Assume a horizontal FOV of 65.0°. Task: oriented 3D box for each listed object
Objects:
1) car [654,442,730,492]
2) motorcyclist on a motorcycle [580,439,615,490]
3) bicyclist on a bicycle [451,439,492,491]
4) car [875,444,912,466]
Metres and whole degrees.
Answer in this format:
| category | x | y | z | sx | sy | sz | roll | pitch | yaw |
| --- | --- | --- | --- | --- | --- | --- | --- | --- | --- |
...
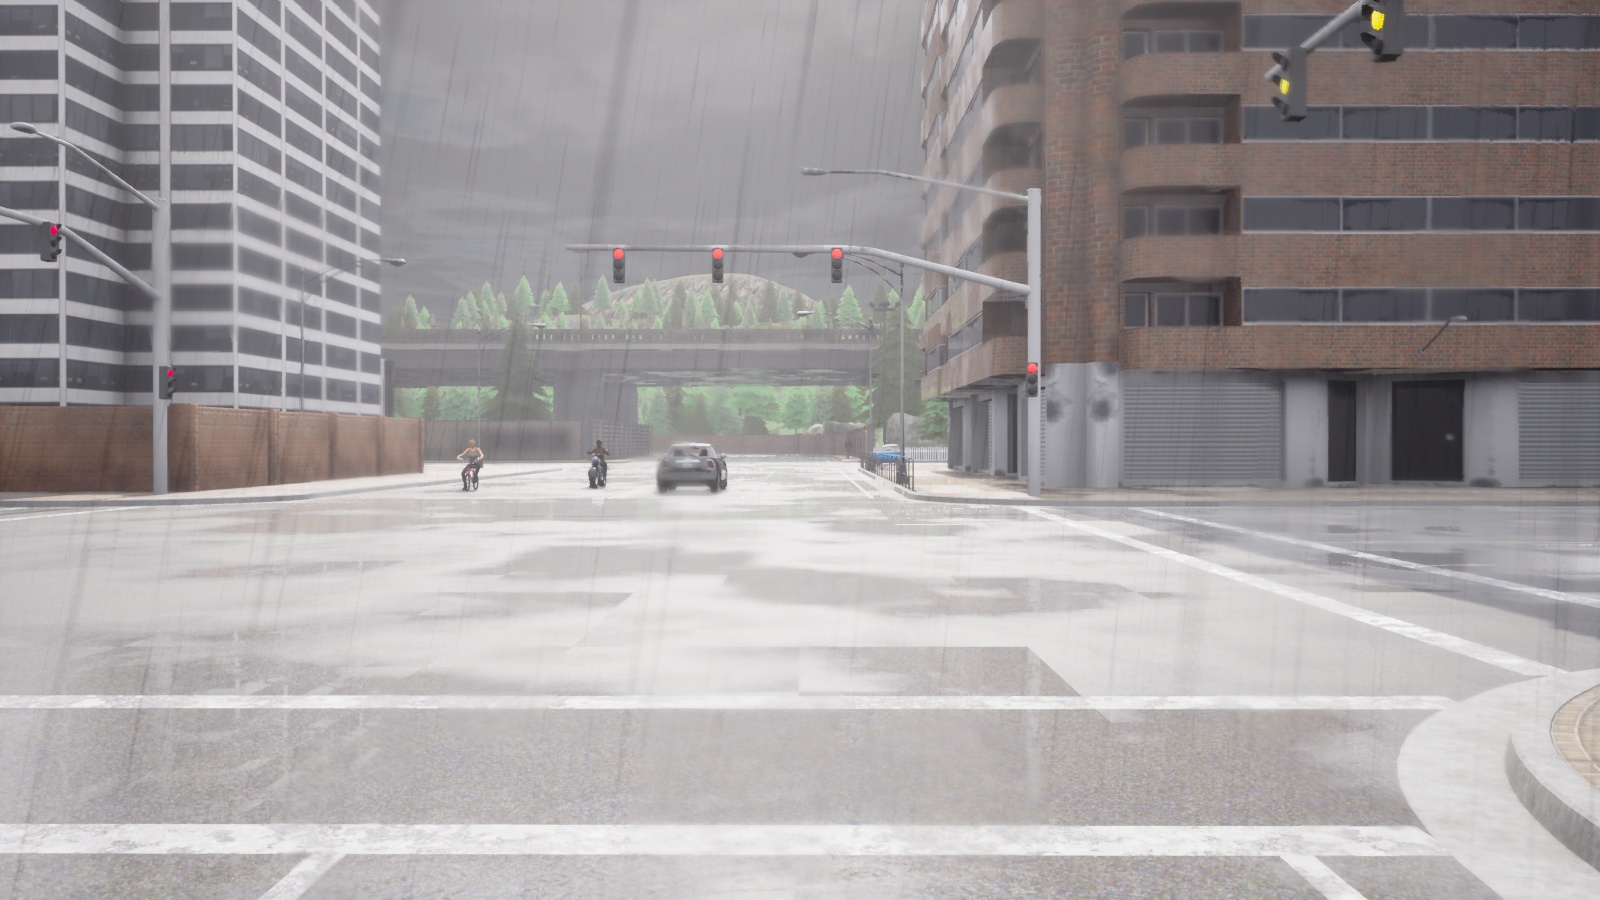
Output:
| category | x | y | z | sx | sy | sz | roll | pitch | yaw |
| --- | --- | --- | --- | --- | --- | --- | --- | --- | --- |
| car | -3.279 | 0.490 | 38.864 | 1.970 | 1.475 | 3.806 | 0 | 0 | 1 |
| motorcyclist on a motorcycle | -6.752 | 0.454 | 42.021 | 0.766 | 1.649 | 2.350 | 0 | 0 | 0 |
| bicyclist on a bicycle | -10.263 | 0.453 | 39.234 | 0.866 | 1.612 | 1.509 | 0 | 0 | 1 |
| car | 5.985 | 0.317 | 80.597 | 2.207 | 1.376 | 1.481 | -1 | 0 | 0 |
